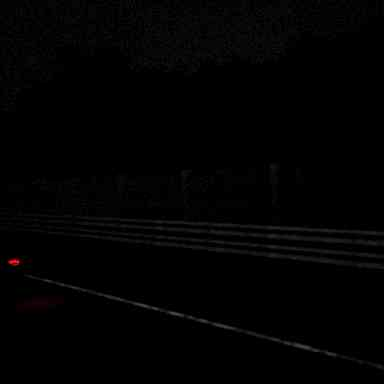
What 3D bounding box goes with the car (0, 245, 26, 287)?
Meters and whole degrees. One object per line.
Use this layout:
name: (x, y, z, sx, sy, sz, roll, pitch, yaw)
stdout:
car: (-6.346, 1.672, 8.504, 5.357, 1.411, 2.033, -1, -1, 37)
